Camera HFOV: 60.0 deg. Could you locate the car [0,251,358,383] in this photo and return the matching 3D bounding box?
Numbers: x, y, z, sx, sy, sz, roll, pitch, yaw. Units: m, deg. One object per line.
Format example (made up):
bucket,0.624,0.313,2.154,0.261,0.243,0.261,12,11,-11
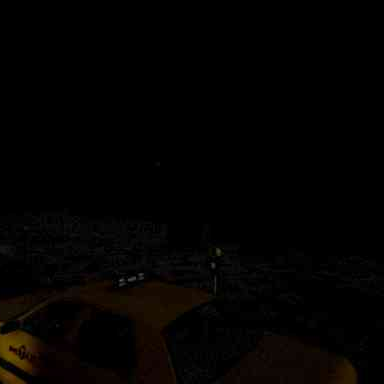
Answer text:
car,-0.854,1.525,3.577,4.829,1.417,1.752,0,0,36
